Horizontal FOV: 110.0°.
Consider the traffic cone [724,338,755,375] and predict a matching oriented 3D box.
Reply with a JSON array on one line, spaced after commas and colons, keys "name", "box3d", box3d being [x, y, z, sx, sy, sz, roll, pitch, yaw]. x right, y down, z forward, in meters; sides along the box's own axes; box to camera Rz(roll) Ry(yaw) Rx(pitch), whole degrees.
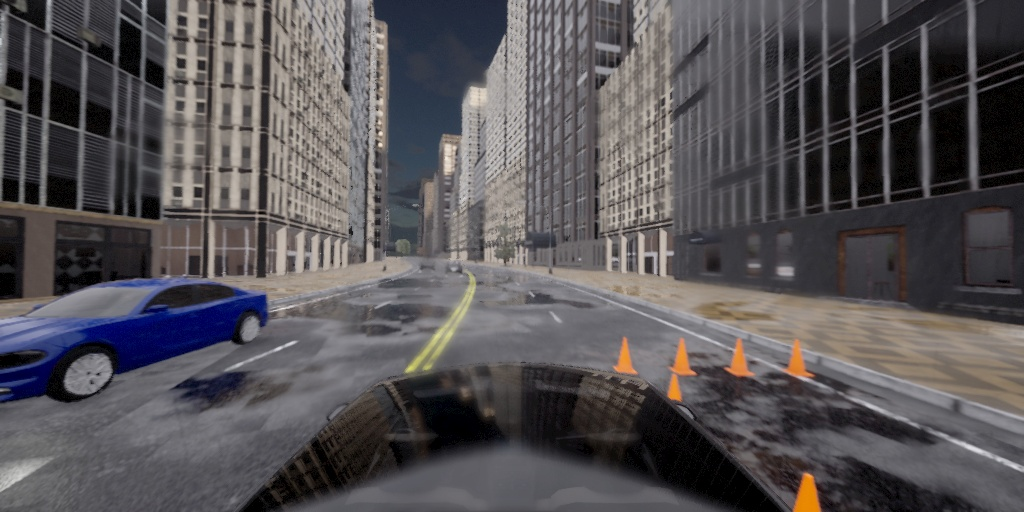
[{"name": "traffic cone", "box3d": [3.995, 1.750, 6.313, 0.340, 0.580, 0.340, 0, 0, 1]}]

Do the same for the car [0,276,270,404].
[{"name": "car", "box3d": [-6.668, 1.165, 6.446, 1.882, 1.535, 5.008, 1, 0, -1]}]

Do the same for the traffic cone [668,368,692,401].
[{"name": "traffic cone", "box3d": [1.965, 1.727, 4.344, 0.340, 0.580, 0.340, 0, 0, 1]}]

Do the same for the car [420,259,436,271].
[{"name": "car", "box3d": [-11.048, 1.201, 47.379, 1.837, 1.490, 4.892, 1, 0, -11]}]

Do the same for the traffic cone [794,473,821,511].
[{"name": "traffic cone", "box3d": [1.933, 1.725, 2.345, 0.340, 0.580, 0.340, 0, 0, 1]}]

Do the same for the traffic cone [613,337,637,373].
[{"name": "traffic cone", "box3d": [1.996, 1.730, 6.344, 0.340, 0.580, 0.340, 0, 0, 1]}]

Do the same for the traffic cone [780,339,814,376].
[{"name": "traffic cone", "box3d": [4.995, 1.760, 6.297, 0.340, 0.580, 0.340, 0, 0, 1]}]

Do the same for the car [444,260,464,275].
[{"name": "car", "box3d": [-6.263, 1.229, 38.998, 2.128, 1.511, 4.902, 1, 0, -9]}]

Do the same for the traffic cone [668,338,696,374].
[{"name": "traffic cone", "box3d": [2.996, 1.740, 6.329, 0.340, 0.580, 0.340, 0, 0, 1]}]
